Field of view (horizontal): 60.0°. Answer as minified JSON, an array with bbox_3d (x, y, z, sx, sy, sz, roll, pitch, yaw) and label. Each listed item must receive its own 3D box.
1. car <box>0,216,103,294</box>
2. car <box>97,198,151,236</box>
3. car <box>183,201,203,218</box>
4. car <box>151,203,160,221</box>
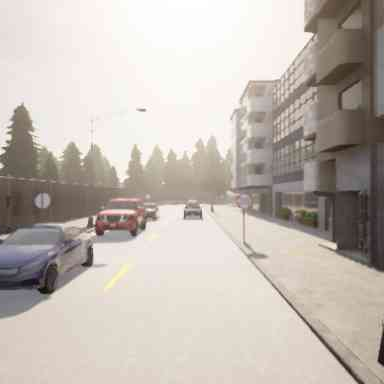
[{"bbox_3d":[-4.078,1.606,9.165,1.812,1.442,4.674,0,-1,0],"label":"car"},{"bbox_3d":[-4.059,1.395,19.950,2.150,2.045,5.566,0,0,0],"label":"car"},{"bbox_3d":[0.093,1.893,33.511,1.895,1.301,4.718,0,0,0],"label":"car"},{"bbox_3d":[-4.057,1.771,30.505,1.837,1.490,4.892,0,-1,0],"label":"car"}]
